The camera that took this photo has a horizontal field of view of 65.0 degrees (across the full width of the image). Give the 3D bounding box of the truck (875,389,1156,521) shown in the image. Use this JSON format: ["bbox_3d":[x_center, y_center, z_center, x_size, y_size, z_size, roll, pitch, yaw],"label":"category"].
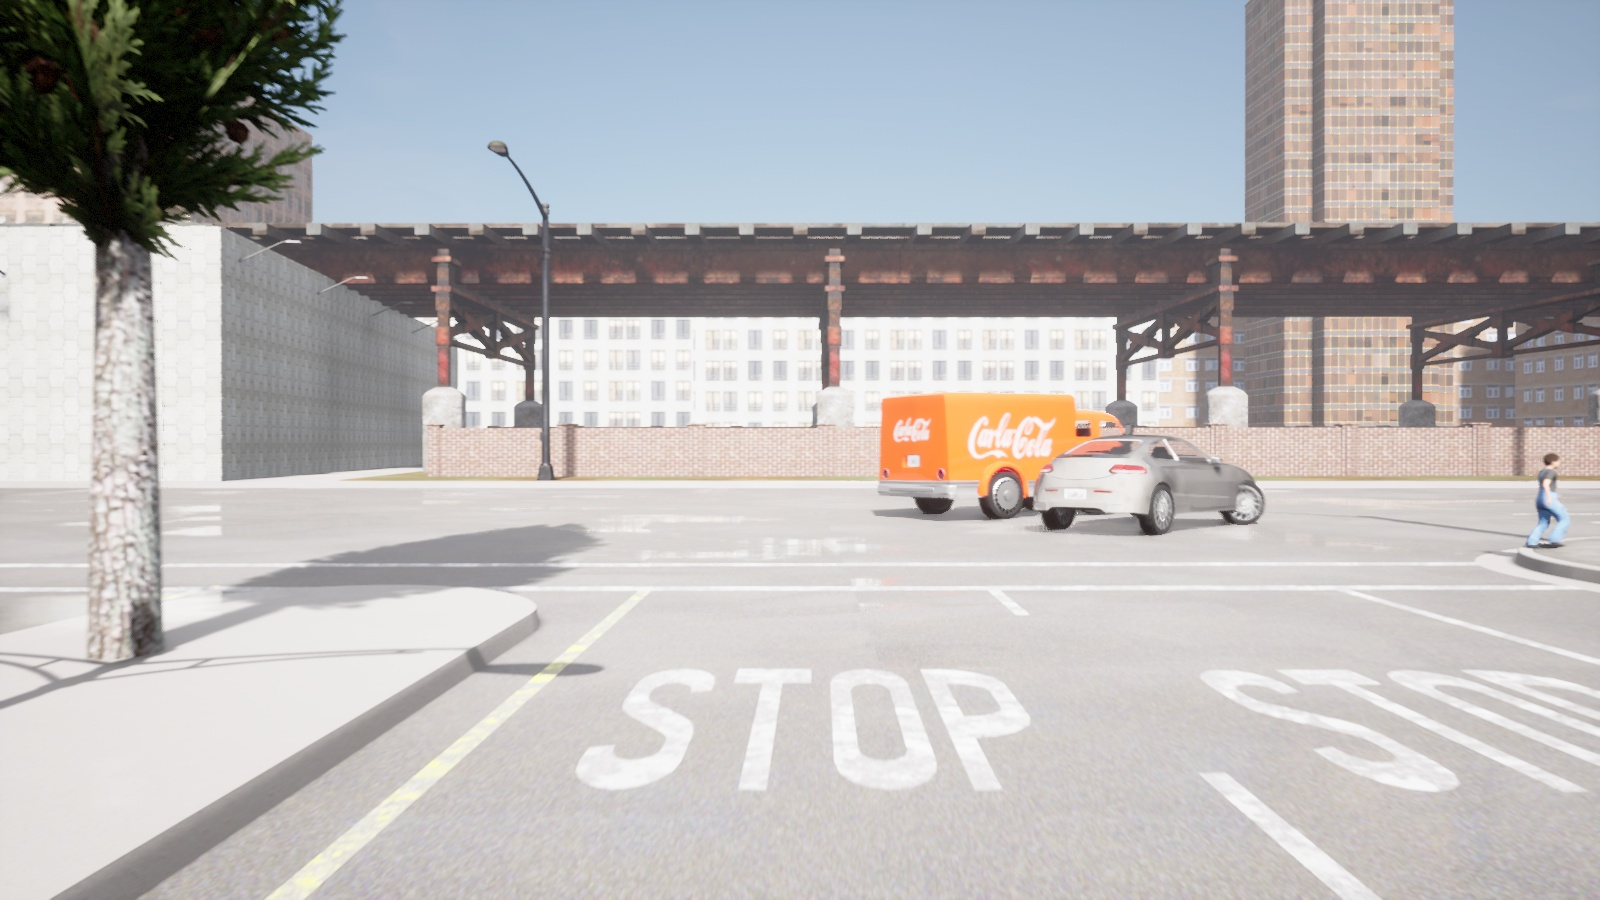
[{"bbox_3d":[4.455,0.115,25.824,5.204,2.467,2.627,0,-1,-30],"label":"truck"}]

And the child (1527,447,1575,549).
[{"bbox_3d":[9.411,0.600,15.747,0.437,1.263,0.270,0,0,0],"label":"child"}]

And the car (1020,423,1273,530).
[{"bbox_3d":[6.192,0.406,22.026,2.152,1.651,5.027,0,0,44],"label":"car"}]
